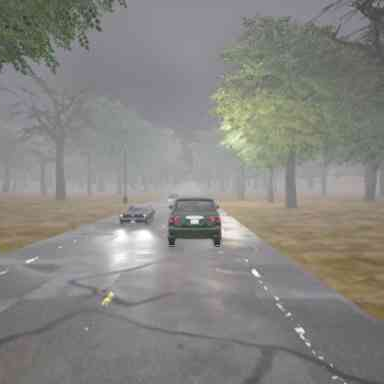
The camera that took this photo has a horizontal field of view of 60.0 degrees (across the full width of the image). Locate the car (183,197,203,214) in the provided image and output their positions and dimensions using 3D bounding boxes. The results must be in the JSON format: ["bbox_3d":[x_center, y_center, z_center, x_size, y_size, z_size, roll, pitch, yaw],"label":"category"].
[{"bbox_3d":[0.085,1.241,33.007,1.812,1.442,4.674,0,1,0],"label":"car"}]

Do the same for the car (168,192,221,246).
[{"bbox_3d":[0.099,1.179,15.154,2.150,2.045,5.566,0,0,0],"label":"car"}]

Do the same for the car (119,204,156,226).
[{"bbox_3d":[-3.601,1.481,22.507,1.895,1.301,4.718,0,1,0],"label":"car"}]
